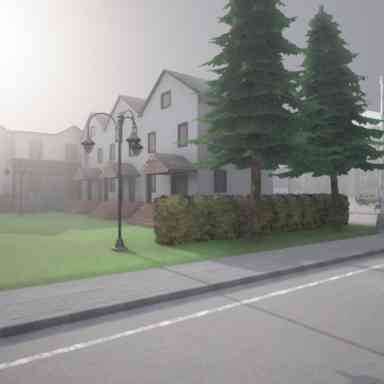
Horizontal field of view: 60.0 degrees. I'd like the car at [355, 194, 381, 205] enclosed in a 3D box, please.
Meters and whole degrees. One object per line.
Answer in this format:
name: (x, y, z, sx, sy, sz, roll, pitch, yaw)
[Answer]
car: (26.474, 1.077, 48.717, 1.932, 1.855, 4.605, 0, 0, -36)
